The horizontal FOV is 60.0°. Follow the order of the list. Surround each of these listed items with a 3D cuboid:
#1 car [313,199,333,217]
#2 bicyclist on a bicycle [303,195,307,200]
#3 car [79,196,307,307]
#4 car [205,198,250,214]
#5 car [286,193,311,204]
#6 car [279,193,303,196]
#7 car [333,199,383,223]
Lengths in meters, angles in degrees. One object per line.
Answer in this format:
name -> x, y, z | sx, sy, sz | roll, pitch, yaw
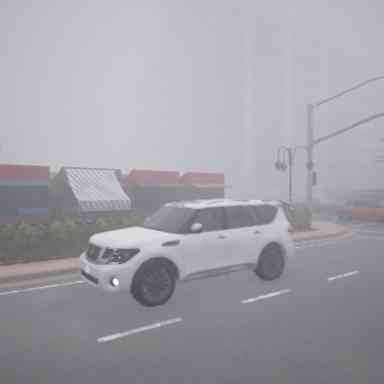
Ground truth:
car -> 11.327, 1.423, 30.277 | 2.128, 1.511, 4.902 | 0, 0, -36
bicyclist on a bicycle -> 15.497, 1.227, 44.900 | 1.656, 1.620, 0.582 | 0, 0, -36
car -> 0.159, 1.219, 8.317 | 5.566, 2.045, 2.150 | 0, 0, -34
car -> 3.615, 1.411, 34.911 | 1.882, 1.535, 5.008 | 0, 0, -36
car -> 18.964, 1.090, 59.095 | 1.905, 1.878, 3.866 | 0, 0, -36
car -> 16.573, 1.092, 57.382 | 1.905, 1.878, 3.866 | 0, 0, -36
car -> 12.495, 1.305, 22.669 | 2.097, 1.767, 4.553 | 0, 1, -36
